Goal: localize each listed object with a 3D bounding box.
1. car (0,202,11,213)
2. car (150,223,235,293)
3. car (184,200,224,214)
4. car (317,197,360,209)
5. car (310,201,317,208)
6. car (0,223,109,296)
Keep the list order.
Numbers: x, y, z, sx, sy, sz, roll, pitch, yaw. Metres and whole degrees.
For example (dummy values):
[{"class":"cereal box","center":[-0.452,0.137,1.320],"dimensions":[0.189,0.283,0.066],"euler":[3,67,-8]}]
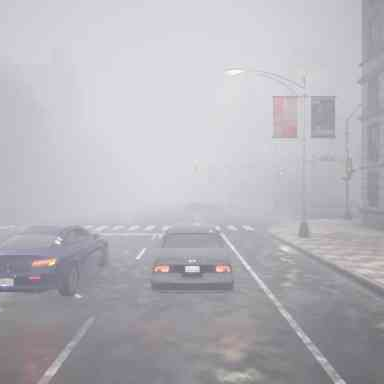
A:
[{"class":"car","center":[-21.262,1.351,34.374],"dimensions":[4.553,1.767,2.097],"euler":[0,0,0]},{"class":"car","center":[0.002,1.547,8.986],"dimensions":[2.033,1.411,5.357],"euler":[0,0,0]},{"class":"car","center":[1.245,1.564,34.475],"dimensions":[4.181,1.385,1.994],"euler":[0,0,0]},{"class":"car","center":[19.033,1.526,42.749],"dimensions":[4.674,1.442,1.812],"euler":[0,0,0]},{"class":"car","center":[19.011,1.505,46.242],"dimensions":[4.892,1.490,1.837],"euler":[0,0,0]},{"class":"car","center":[-3.496,1.526,8.536],"dimensions":[1.812,1.442,4.674],"euler":[0,0,0]}]
